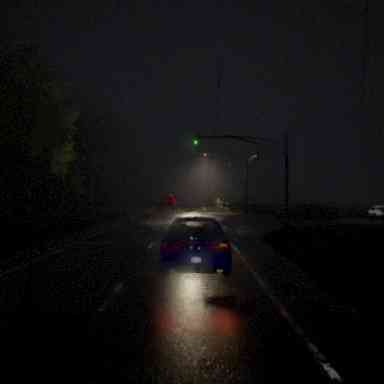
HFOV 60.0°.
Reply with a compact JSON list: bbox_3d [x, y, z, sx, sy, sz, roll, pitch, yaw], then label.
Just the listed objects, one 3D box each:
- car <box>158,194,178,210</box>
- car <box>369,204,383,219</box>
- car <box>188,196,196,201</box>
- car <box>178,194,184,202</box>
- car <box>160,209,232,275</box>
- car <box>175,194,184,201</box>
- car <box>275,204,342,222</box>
[{"bbox_3d":[-3.406,1.374,45.216,2.150,2.045,5.566,0,0,0],"label":"car"},{"bbox_3d":[19.898,1.598,31.596,5.566,2.045,2.150,1,-1,0],"label":"car"},{"bbox_3d":[-0.013,1.789,90.720,1.837,1.490,4.892,0,0,0],"label":"car"},{"bbox_3d":[-3.512,1.621,82.945,2.097,1.767,4.553,0,0,0],"label":"car"},{"bbox_3d":[0.107,1.515,10.557,1.882,1.535,5.008,0,0,0],"label":"car"},{"bbox_3d":[-3.513,1.520,92.690,2.150,2.045,5.566,0,0,0],"label":"car"},{"bbox_3d":[9.690,1.734,27.813,5.357,1.411,2.033,1,-1,-11],"label":"car"}]
